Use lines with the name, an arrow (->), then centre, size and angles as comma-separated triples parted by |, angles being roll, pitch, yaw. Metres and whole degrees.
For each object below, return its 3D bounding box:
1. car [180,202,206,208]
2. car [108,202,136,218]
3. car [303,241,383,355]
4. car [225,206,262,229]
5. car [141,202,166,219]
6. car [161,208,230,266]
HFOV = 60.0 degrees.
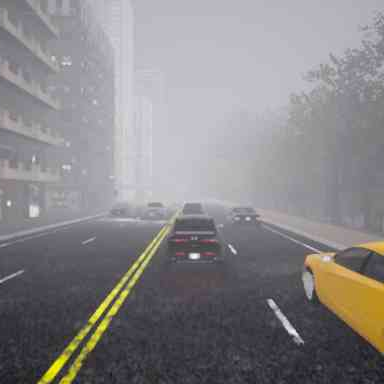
car -> 0.077, 1.598, 27.095 | 1.837, 1.490, 4.892 | 0, 0, 0
car -> -6.611, 1.675, 31.874 | 1.994, 1.385, 4.181 | 0, 0, 0
car -> 3.302, 1.495, 5.188 | 1.882, 1.535, 5.008 | 0, 0, 0
car -> 3.308, 1.623, 22.054 | 2.033, 1.411, 5.357 | 0, 0, 0
car -> -3.362, 1.629, 30.069 | 1.812, 1.442, 4.674 | 0, 0, 0
car -> 0.081, 1.544, 11.689 | 1.837, 1.490, 4.892 | 0, 0, 0
